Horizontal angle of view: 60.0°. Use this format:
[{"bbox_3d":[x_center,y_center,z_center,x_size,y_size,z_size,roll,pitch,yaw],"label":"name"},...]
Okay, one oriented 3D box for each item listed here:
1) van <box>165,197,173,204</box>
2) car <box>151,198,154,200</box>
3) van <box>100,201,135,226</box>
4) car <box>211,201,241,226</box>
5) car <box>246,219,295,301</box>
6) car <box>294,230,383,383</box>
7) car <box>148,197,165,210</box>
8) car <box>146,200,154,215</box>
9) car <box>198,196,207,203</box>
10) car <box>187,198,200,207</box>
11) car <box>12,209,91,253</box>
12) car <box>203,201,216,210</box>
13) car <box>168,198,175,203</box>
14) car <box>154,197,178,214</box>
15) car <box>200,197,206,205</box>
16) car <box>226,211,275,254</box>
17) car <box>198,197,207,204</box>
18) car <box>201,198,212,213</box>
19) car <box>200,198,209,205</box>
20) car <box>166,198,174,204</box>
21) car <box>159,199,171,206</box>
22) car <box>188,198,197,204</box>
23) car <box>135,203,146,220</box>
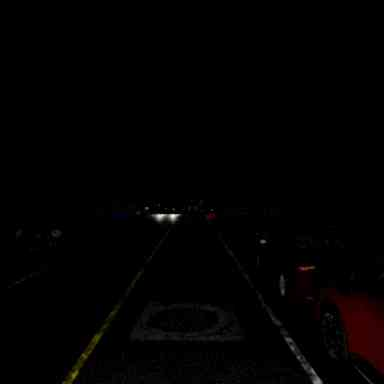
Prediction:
[{"bbox_3d":[-5.687,2.102,81.676,1.690,1.788,3.998,0,-1,0],"label":"van"},{"bbox_3d":[-5.719,1.877,47.856,1.967,1.590,4.097,0,-1,0],"label":"car"},{"bbox_3d":[-5.741,1.569,25.312,1.690,1.788,3.998,0,-1,0],"label":"van"},{"bbox_3d":[2.784,1.669,25.310,1.967,1.590,4.097,0,-1,0],"label":"car"},{"bbox_3d":[2.769,1.622,8.401,1.887,1.381,4.507,0,-1,0],"label":"car"},{"bbox_3d":[2.762,1.341,2.767,2.192,1.841,5.009,0,-1,0],"label":"car"},{"bbox_3d":[-5.714,1.805,53.494,2.192,1.841,5.009,0,-1,0],"label":"car"},{"bbox_3d":[-5.729,1.882,36.582,2.008,1.369,4.403,0,-1,0],"label":"car"},{"bbox_3d":[2.849,2.191,92.943,2.192,1.841,5.009,0,-1,0],"label":"car"},{"bbox_3d":[0.092,2.194,64.352,1.895,1.301,4.718,0,-1,1],"label":"car"},{"bbox_3d":[-5.751,1.567,14.038,1.967,1.590,4.097,0,-1,0],"label":"car"},{"bbox_3d":[2.812,2.073,53.489,1.802,1.307,4.206,0,-1,0],"label":"car"},{"bbox_3d":[-5.675,2.457,92.946,1.802,1.307,4.206,0,-1,0],"label":"car"},{"bbox_3d":[-3.052,1.600,41.903,2.150,2.045,5.566,0,0,0],"label":"car"},{"bbox_3d":[2.823,2.179,64.761,1.802,1.307,4.206,0,-1,0],"label":"car"},{"bbox_3d":[2.774,1.693,14.037,1.947,1.339,4.313,0,-1,0],"label":"car"},{"bbox_3d":[2.843,2.134,87.307,2.192,1.841,5.009,0,-1,0],"label":"car"},{"bbox_3d":[2.396,1.888,42.189,1.837,1.490,4.892,0,-1,0],"label":"car"},{"bbox_3d":[2.833,2.146,76.035,1.967,1.590,4.097,0,-1,0],"label":"car"},{"bbox_3d":[-5.681,2.341,87.140,1.752,1.417,4.829,0,-1,0],"label":"car"},{"bbox_3d":[-5.697,2.201,70.401,2.008,1.369,4.403,0,-1,0],"label":"car"},{"bbox_3d":[0.080,2.158,81.750,2.033,1.411,5.357,0,-1,0],"label":"car"},{"bbox_3d":[-5.735,1.803,30.777,1.752,1.417,4.829,0,-1,0],"label":"car"}]
